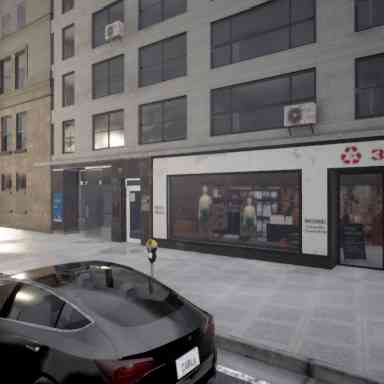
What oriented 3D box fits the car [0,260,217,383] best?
[{"bbox_3d":[-1.725,1.566,4.200,4.313,1.339,1.947,0,0,36],"label":"car"}]
